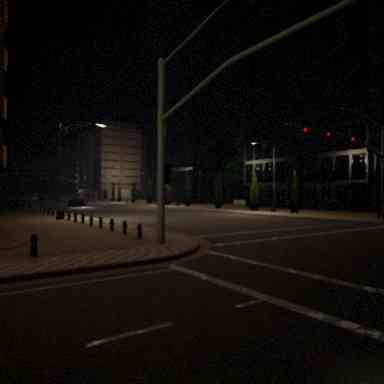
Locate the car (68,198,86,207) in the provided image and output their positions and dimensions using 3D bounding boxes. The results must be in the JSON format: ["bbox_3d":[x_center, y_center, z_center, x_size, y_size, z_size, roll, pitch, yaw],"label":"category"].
[{"bbox_3d":[-18.429,1.660,53.114,1.994,1.385,4.181,1,0,-35],"label":"car"}]
